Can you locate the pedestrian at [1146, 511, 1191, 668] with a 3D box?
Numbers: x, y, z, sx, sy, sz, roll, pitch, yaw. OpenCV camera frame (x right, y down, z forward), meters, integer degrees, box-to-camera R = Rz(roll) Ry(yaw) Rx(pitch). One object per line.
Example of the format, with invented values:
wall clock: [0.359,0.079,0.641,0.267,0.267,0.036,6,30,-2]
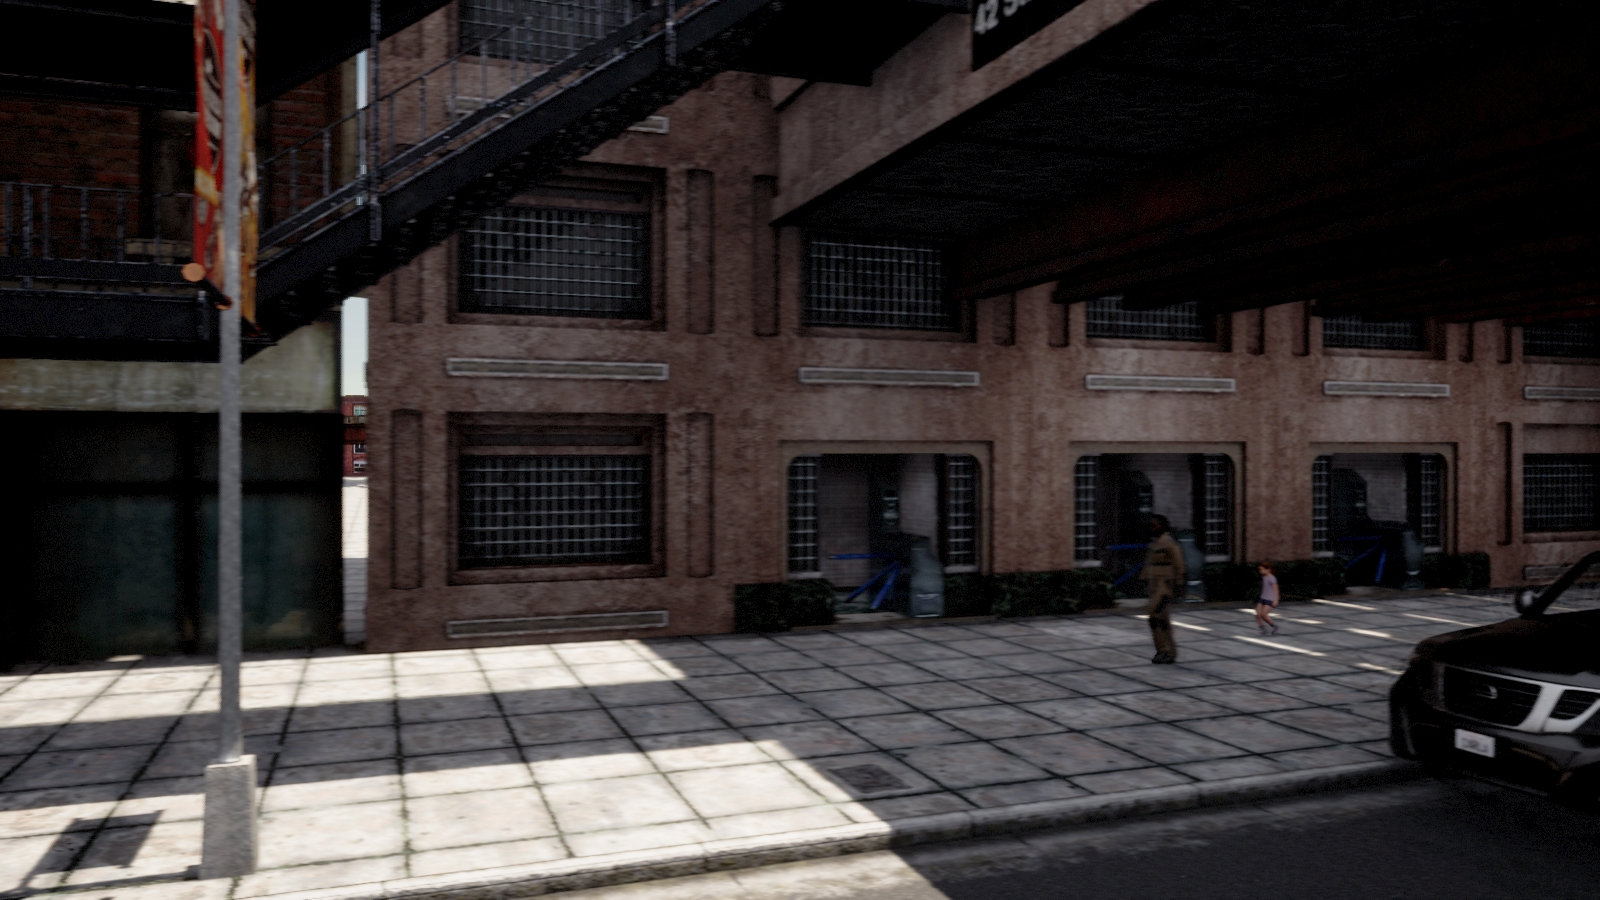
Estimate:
pedestrian: [4.511,1.696,13.995,0.375,1.860,0.375,0,0,-19]

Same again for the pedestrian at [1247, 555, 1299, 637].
pedestrian: [6.758,2.076,16.346,0.500,1.100,0.500,0,0,-10]
